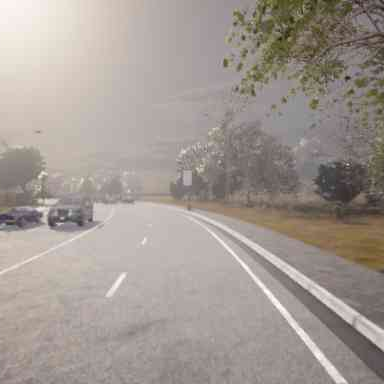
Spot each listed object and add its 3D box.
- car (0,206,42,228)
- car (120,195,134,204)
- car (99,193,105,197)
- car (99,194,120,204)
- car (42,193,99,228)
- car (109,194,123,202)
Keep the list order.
[{"bbox_3d":[-11.760,1.675,22.574,1.895,1.301,4.718,0,0,-6],"label":"car"},{"bbox_3d":[-13.100,1.610,67.388,1.837,1.490,4.892,0,0,-25],"label":"car"},{"bbox_3d":[-21.030,1.254,75.750,2.150,2.045,5.566,0,0,-29],"label":"car"},{"bbox_3d":[-16.384,1.653,66.140,2.033,1.411,5.357,0,0,-25],"label":"car"},{"bbox_3d":[-8.317,1.281,23.351,2.150,2.045,5.566,0,0,-6],"label":"car"},{"bbox_3d":[-17.543,1.345,76.659,2.097,1.767,4.553,0,0,-29],"label":"car"}]
